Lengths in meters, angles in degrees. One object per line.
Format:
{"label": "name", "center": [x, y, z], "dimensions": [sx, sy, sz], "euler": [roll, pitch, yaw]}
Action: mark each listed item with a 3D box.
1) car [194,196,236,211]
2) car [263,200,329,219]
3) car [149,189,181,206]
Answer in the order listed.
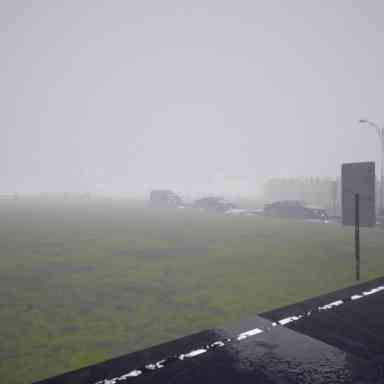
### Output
{"label": "car", "center": [2.345, 1.177, 35.660], "dimensions": [2.033, 1.411, 5.357], "euler": [-1, 1, -36]}
{"label": "car", "center": [8.324, 1.330, 27.295], "dimensions": [2.033, 1.411, 5.357], "euler": [-1, 1, -36]}
{"label": "car", "center": [-3.645, 0.695, 44.060], "dimensions": [2.150, 2.045, 5.566], "euler": [-1, 1, -35]}
